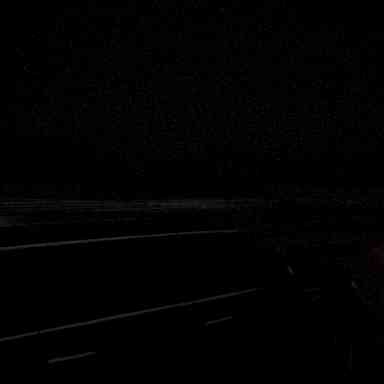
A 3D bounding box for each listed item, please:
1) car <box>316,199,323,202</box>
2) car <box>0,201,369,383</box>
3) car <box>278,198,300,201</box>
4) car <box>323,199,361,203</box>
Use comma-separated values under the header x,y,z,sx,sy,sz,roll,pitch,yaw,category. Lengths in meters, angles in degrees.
x,y,z,sx,sy,sz,roll,pitch,yaw,category
14.341,1.483,35.614,4.902,1.511,2.128,0,0,-35,car
-0.473,1.222,3.410,5.566,2.045,2.150,0,0,-36,car
10.578,1.496,37.251,4.892,1.490,1.837,1,0,-35,car
14.923,1.515,31.748,4.674,1.442,1.812,0,0,-35,car
